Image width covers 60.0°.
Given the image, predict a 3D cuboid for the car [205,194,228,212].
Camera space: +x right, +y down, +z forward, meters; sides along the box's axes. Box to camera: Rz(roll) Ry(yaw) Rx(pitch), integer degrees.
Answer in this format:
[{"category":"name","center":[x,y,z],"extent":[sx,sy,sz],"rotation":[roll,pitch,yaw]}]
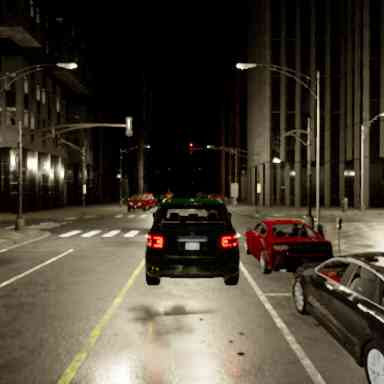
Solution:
[{"category":"car","center":[2.610,1.190,37.285],"extent":[2.192,1.841,5.009],"rotation":[0,0,0]}]

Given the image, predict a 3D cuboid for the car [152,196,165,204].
[{"category":"car","center":[-6.012,1.389,59.831],"extent":[1.947,1.339,4.313],"rotation":[0,0,0]}]

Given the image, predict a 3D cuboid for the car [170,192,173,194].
[{"category":"car","center":[-6.086,1.324,76.591],"extent":[1.752,1.417,4.829],"rotation":[0,0,0]}]

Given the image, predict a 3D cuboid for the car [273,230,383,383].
[{"category":"car","center":[2.755,1.532,4.720],"extent":[2.008,1.369,4.403],"rotation":[0,0,0]}]

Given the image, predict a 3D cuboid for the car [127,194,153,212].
[{"category":"car","center":[-5.915,1.192,37.258],"extent":[2.192,1.841,5.009],"rotation":[0,0,0]}]

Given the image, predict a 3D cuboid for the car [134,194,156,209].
[{"category":"car","center":[-5.939,1.177,42.901],"extent":[2.192,1.841,5.009],"rotation":[0,0,0]}]

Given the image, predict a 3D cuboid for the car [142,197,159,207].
[{"category":"car","center":[-5.963,1.413,48.544],"extent":[1.947,1.339,4.313],"rotation":[0,0,0]}]

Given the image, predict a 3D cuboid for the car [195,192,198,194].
[{"category":"car","center":[2.390,1.345,88.081],"extent":[1.947,1.339,4.313],"rotation":[0,0,0]}]

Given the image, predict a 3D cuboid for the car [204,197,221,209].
[{"category":"car","center":[2.587,1.425,42.930],"extent":[1.947,1.339,4.313],"rotation":[0,0,0]}]

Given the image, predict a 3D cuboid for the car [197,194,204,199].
[{"category":"car","center":[2.366,1.319,93.726],"extent":[2.008,1.369,4.403],"rotation":[0,0,0]}]

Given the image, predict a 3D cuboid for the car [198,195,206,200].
[{"category":"car","center":[2.414,1.354,82.437],"extent":[1.947,1.339,4.313],"rotation":[0,0,0]}]

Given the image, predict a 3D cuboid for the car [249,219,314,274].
[{"category":"car","center":[2.730,1.506,10.246],"extent":[1.887,1.381,4.507],"rotation":[0,0,0]}]

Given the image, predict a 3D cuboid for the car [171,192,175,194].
[{"category":"car","center":[-6.137,1.096,88.049],"extent":[2.192,1.841,5.009],"rotation":[0,0,0]}]

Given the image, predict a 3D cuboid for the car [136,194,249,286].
[{"category":"car","center":[0.006,1.187,9.452],"extent":[2.150,2.045,5.566],"rotation":[0,0,0]}]
